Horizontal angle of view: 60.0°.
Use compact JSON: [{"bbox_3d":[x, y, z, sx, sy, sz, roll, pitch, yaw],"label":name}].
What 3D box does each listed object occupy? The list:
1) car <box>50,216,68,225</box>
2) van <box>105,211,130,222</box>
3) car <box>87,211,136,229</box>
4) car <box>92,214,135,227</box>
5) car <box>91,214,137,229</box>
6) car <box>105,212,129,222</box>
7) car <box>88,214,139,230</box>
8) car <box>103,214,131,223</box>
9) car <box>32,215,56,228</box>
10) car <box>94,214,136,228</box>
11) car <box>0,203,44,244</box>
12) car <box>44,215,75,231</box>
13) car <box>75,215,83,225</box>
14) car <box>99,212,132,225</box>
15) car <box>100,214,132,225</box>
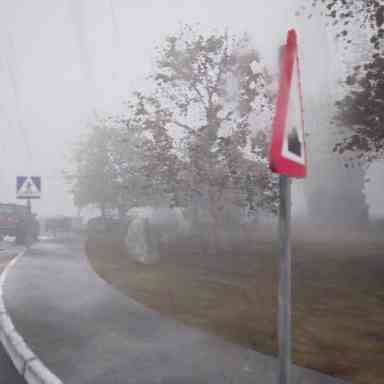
[{"bbox_3d":[-20.945,4.462,52.543,1.994,1.385,4.181,0,-3,-12],"label":"car"},{"bbox_3d":[-13.856,4.582,61.920,4.442,1.987,1.878,0,-3,-12],"label":"van"},{"bbox_3d":[-7.605,2.906,32.318,4.892,1.521,2.231,0,-4,-12],"label":"car"},{"bbox_3d":[-10.095,3.641,43.029,5.366,1.575,1.946,0,-4,-12],"label":"car"},{"bbox_3d":[-8.749,3.280,37.693,4.892,1.521,2.231,0,-4,-12],"label":"car"},{"bbox_3d":[-14.606,4.842,64.698,4.553,1.767,2.185,0,-3,-12],"label":"car"},{"bbox_3d":[-8.182,3.094,35.006,5.008,1.535,2.097,0,-4,-12],"label":"car"},{"bbox_3d":[-13.359,4.680,59.201,4.792,1.488,2.163,0,-3,-12],"label":"car"},{"bbox_3d":[-18.747,3.729,42.342,1.882,1.535,5.008,0,-4,-12],"label":"car"},{"bbox_3d":[-9.304,3.494,40.379,4.792,1.488,2.163,0,-4,-12],"label":"car"},{"bbox_3d":[-9.960,1.723,18.236,2.150,2.045,5.566,0,-5,-14],"label":"car"},{"bbox_3d":[-13.431,3.083,33.635,1.882,1.535,5.008,0,-4,-12],"label":"car"},{"bbox_3d":[-16.143,3.919,45.784,2.128,1.511,4.902,0,-4,-12],"label":"car"},{"bbox_3d":[-11.102,3.870,48.437,4.553,1.767,2.185,0,-3,-12],"label":"car"},{"bbox_3d":[-11.653,4.203,51.128,4.674,1.452,2.002,0,-3,-12],"label":"car"}]
